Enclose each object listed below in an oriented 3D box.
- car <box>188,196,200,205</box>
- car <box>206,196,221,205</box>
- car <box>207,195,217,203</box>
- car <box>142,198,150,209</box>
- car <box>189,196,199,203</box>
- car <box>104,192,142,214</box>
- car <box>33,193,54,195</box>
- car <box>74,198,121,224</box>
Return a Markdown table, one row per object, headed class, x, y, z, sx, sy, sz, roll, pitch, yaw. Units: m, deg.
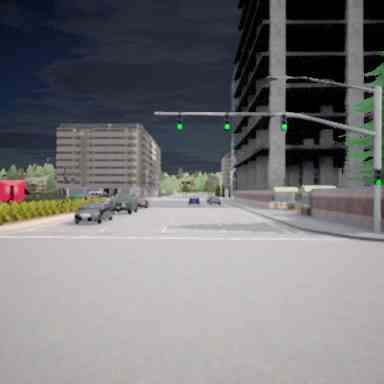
| class | x | y | z | sx | sy | sz | roll | pitch | yaw |
| --- | --- | --- | --- | --- | --- | --- | --- | --- | --- |
| car | 0.387 | 1.400 | 56.804 | 1.882 | 1.535 | 5.008 | 0 | 0 | 0 |
| car | 3.891 | 1.482 | 57.129 | 2.033 | 1.411 | 5.357 | 0 | 0 | 0 |
| car | 3.942 | 1.451 | 67.519 | 1.812 | 1.442 | 4.674 | 0 | 0 | 0 |
| car | -6.786 | 1.472 | 44.012 | 1.994 | 1.385 | 4.181 | 0 | 0 | 1 |
| car | 0.440 | 1.475 | 67.197 | 1.994 | 1.385 | 4.181 | 0 | 0 | 0 |
| car | -6.876 | 1.139 | 33.954 | 2.150 | 2.045 | 5.566 | 0 | 0 | 0 |
| car | -28.385 | 1.023 | 60.742 | 4.605 | 1.855 | 1.932 | 0 | 0 | 1 |
| car | -6.947 | 1.417 | 24.053 | 2.128 | 1.511 | 4.902 | 0 | 0 | 0 |
